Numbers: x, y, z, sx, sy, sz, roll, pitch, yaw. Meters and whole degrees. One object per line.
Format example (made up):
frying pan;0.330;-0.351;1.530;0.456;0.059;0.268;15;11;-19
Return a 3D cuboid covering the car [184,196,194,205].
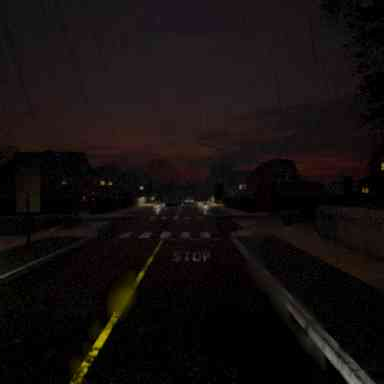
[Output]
car;-0.585;1.901;67.558;1.895;1.301;4.718;0;-1;-1

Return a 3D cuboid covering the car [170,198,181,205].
car;-3.348;1.867;68.484;1.994;1.385;4.181;0;-1;-1

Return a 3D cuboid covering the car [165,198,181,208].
car;-3.177;1.726;52.601;2.033;1.411;5.357;0;0;0
